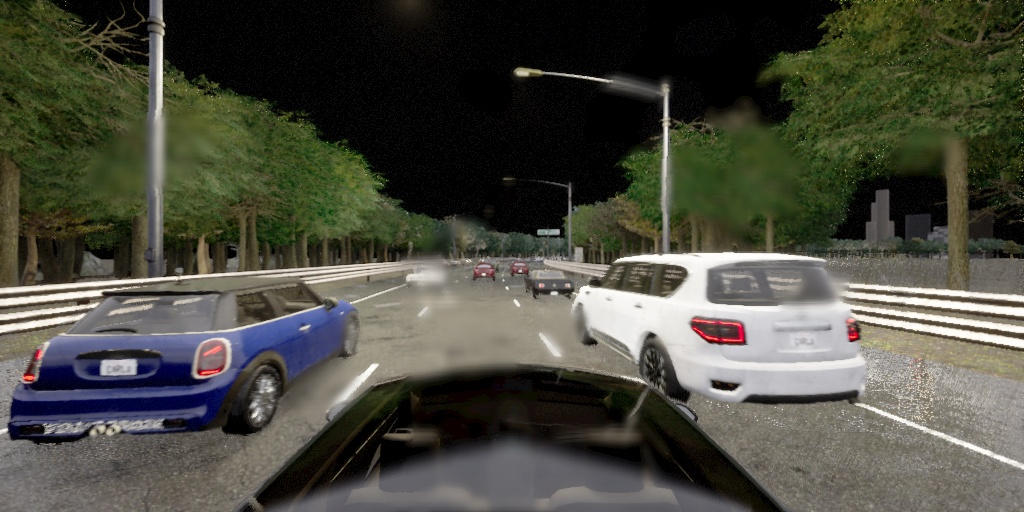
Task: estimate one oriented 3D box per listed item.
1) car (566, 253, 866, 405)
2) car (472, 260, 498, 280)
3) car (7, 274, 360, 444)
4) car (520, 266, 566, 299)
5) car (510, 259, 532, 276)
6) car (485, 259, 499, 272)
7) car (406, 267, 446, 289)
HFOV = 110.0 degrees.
[{"bbox_3d":[2.798,0.985,6.450,2.150,2.045,5.566,0,0,-6],"label":"car"},{"bbox_3d":[-2.361,1.320,31.221,1.812,1.442,4.674,0,0,-2],"label":"car"},{"bbox_3d":[-4.019,1.102,5.573,2.097,1.767,4.553,0,0,-6],"label":"car"},{"bbox_3d":[1.740,1.384,18.349,1.895,1.301,4.718,0,0,-4],"label":"car"},{"bbox_3d":[0.804,1.334,38.098,1.812,1.442,4.674,0,0,-1],"label":"car"},{"bbox_3d":[-2.681,1.161,44.799,2.097,1.767,4.553,0,0,-1],"label":"car"},{"bbox_3d":[-5.497,1.380,23.599,1.895,1.301,4.718,0,0,-3],"label":"car"}]
